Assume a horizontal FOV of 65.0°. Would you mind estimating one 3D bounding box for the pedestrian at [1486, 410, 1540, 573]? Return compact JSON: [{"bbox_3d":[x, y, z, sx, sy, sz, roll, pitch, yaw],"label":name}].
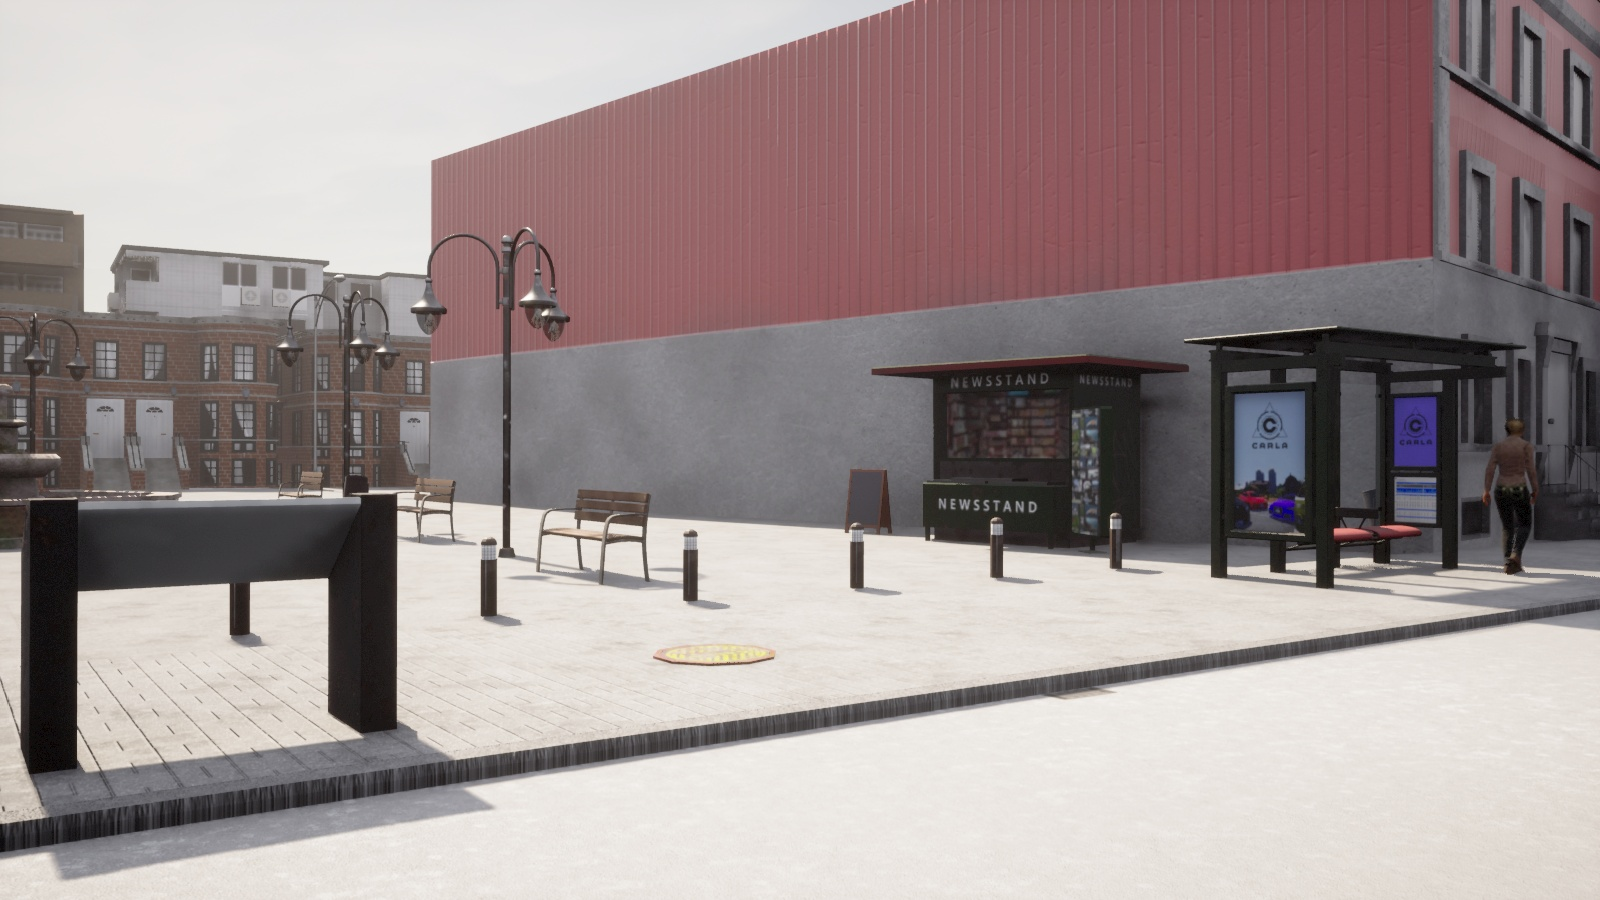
[{"bbox_3d":[8.291,0.472,14.598,0.634,1.846,0.331,0,0,-39],"label":"pedestrian"}]
